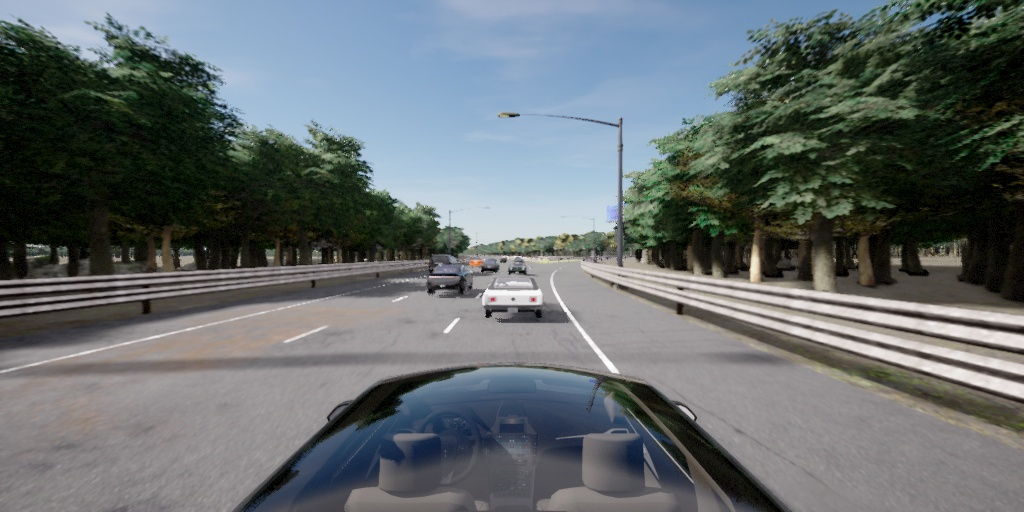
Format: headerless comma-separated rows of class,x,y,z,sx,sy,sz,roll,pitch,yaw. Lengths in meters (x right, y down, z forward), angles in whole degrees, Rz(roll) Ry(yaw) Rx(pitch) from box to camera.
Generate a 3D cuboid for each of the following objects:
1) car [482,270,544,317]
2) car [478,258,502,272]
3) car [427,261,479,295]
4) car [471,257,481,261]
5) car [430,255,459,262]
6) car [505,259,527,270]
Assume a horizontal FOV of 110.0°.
car,0.055,1.345,13.078,1.895,1.301,4.718,0,0,1
car,-2.654,1.228,44.693,1.994,1.385,4.181,0,0,2
car,-3.272,1.222,19.572,2.128,1.511,4.902,0,0,1
car,-5.762,0.977,59.878,2.097,1.767,4.553,0,0,1
car,-6.454,0.911,34.460,2.150,2.045,5.566,0,0,2
car,0.551,1.292,36.945,1.895,1.301,4.718,0,0,1
